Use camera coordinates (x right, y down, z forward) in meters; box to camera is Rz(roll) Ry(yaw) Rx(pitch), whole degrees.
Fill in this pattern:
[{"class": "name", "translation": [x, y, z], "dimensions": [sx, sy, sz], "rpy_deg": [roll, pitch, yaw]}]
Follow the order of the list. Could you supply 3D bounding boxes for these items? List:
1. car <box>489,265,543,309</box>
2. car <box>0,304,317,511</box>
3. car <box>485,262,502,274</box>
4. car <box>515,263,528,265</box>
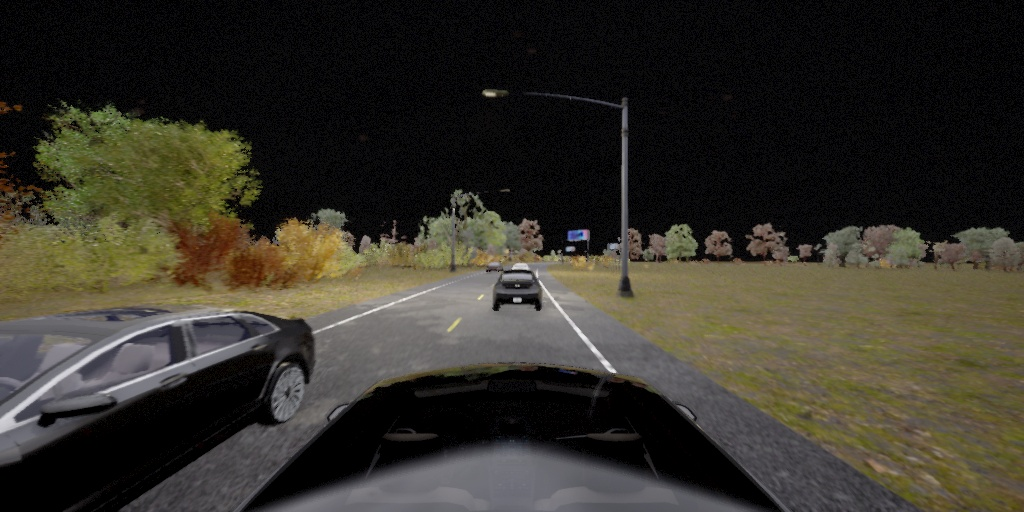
[{"class": "car", "translation": [0.240, 1.307, 15.146], "dimensions": [1.837, 1.490, 4.892], "rpy_deg": [0, 0, 1]}, {"class": "car", "translation": [-3.581, 1.239, 2.918], "dimensions": [2.128, 1.511, 4.902], "rpy_deg": [0, 0, 0]}, {"class": "car", "translation": [-2.151, 1.476, 45.608], "dimensions": [2.033, 1.411, 5.357], "rpy_deg": [0, 0, 4]}, {"class": "car", "translation": [0.867, 1.405, 33.923], "dimensions": [1.812, 1.442, 4.674], "rpy_deg": [0, 0, 3]}]
